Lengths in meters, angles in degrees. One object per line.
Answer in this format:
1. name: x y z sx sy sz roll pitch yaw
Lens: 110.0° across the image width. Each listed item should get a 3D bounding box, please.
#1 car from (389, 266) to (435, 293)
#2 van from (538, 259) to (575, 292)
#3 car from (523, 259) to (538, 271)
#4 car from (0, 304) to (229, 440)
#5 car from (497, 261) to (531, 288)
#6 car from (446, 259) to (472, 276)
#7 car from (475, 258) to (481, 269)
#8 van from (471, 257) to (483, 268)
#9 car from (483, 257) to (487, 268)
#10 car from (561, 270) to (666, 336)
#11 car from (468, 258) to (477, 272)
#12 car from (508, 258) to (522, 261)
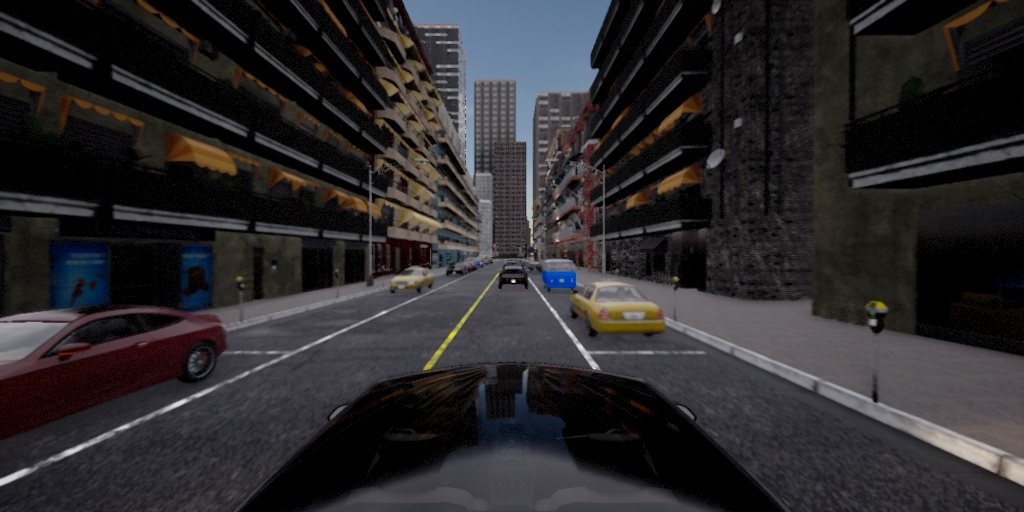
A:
1. car: -5.703 1.276 20.903 1.751 1.417 4.829 0 0 0
2. van: 2.678 1.091 21.065 1.690 1.789 3.998 0 0 0
3. car: 2.668 1.305 43.157 2.007 1.370 4.403 0 0 0
4. car: -5.694 1.332 4.503 1.802 1.307 4.207 0 0 0
5. car: 0.090 1.255 23.780 1.837 1.490 4.892 0 0 0
6. car: -5.711 1.319 37.643 1.948 1.339 4.313 0 0 0
7. car: -5.716 1.301 48.691 1.888 1.381 4.507 0 0 0
8. van: -5.719 1.099 54.214 1.690 1.789 3.998 0 0 0
9. car: -5.722 1.200 59.737 1.967 1.591 4.097 0 0 0
10. car: 2.684 1.275 10.187 1.751 1.417 4.829 0 0 0
11. car: -5.713 1.299 43.167 1.888 1.381 4.507 0 0 0
12. car: 0.076 1.260 48.153 1.837 1.490 4.892 0 0 0
